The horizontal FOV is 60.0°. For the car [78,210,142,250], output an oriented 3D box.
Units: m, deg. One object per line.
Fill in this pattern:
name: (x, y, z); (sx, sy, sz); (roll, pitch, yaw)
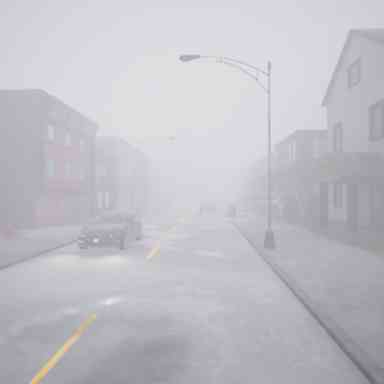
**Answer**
car: (-3.476, 1.599, 14.864); (1.837, 1.490, 4.892); (0, -1, 3)

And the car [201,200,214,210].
car: (2.239, 1.911, 48.607); (1.895, 1.301, 4.718); (0, 0, 3)

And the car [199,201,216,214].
car: (1.785, 1.737, 38.542); (2.128, 1.511, 4.902); (0, 0, 3)
